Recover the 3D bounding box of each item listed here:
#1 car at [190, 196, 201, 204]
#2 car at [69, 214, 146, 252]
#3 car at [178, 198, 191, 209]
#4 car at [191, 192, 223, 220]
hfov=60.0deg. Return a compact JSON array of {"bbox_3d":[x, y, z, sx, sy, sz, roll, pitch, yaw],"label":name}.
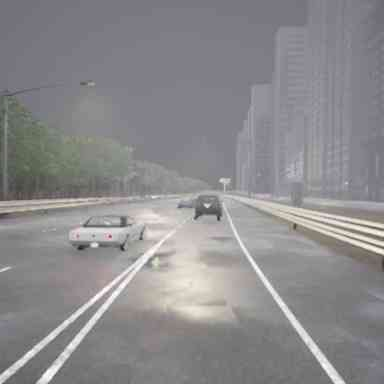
[{"bbox_3d":[0.626,1.556,63.356,1.812,1.442,4.674,0,0,4],"label":"car"},{"bbox_3d":[-3.236,1.580,13.855,1.895,1.301,4.718,0,0,5],"label":"car"},{"bbox_3d":[-0.749,1.570,45.383,1.994,1.385,4.181,0,0,4],"label":"car"},{"bbox_3d":[1.480,1.244,28.912,2.150,2.045,5.566,0,0,5],"label":"car"}]
